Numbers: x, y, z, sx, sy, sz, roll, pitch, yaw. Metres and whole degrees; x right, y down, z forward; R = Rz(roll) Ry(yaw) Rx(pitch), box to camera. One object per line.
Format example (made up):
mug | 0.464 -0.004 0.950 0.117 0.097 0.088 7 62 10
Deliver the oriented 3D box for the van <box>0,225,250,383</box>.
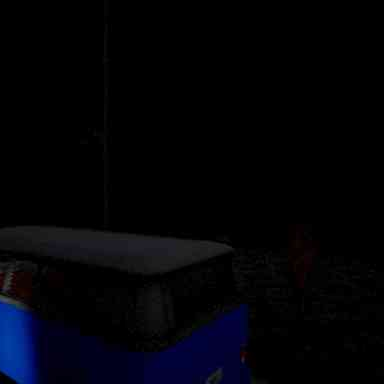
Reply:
van | -1.323 1.358 3.903 3.998 1.788 1.690 0 0 35
